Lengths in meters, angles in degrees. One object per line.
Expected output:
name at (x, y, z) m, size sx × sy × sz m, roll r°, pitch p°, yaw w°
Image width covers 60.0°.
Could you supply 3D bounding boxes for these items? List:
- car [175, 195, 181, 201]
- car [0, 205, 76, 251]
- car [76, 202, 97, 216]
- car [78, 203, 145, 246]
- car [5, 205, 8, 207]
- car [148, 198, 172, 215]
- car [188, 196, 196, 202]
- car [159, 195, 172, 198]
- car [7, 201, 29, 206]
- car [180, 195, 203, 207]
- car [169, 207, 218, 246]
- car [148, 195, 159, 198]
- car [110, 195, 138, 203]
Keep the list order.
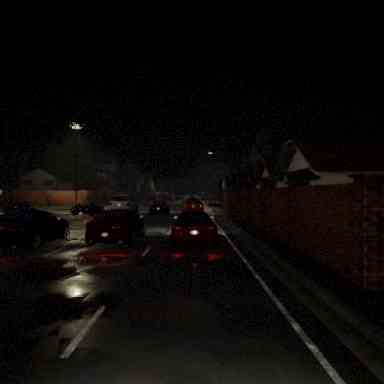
car at (-3.490, 1.726, 87.961) m, size 2.128 × 1.511 × 4.902 m, roll 0°, pitch 0°, yaw 0°
car at (-6.898, 1.512, 14.208) m, size 1.882 × 1.535 × 5.008 m, roll 0°, pitch 0°, yaw 0°
car at (-10.396, 1.681, 33.298) m, size 1.895 × 1.301 × 4.718 m, roll 0°, pitch 0°, yaw 0°
car at (-3.398, 1.515, 15.430) m, size 1.882 × 1.535 × 5.008 m, roll 0°, pitch 0°, yaw 0°
car at (-10.398, 1.513, 14.318) m, size 1.882 × 1.535 × 5.008 m, roll 0°, pitch 0°, yaw 0°
car at (-3.395, 1.650, 35.624) m, size 1.994 × 1.385 × 4.181 m, roll 0°, pitch 0°, yaw 0°
car at (0.010, 1.741, 87.961) m, size 2.033 × 1.411 × 5.357 m, roll 0°, pitch 0°, yaw 0°
car at (-6.990, 1.701, 87.962) m, size 1.837 × 1.490 × 4.892 m, roll 0°, pitch 0°, yaw 0°
car at (-17.970, 1.647, 34.468) m, size 1.994 × 1.385 × 4.181 m, roll 0°, pitch 0°, yaw -43°
car at (0.104, 1.435, 34.575) m, size 2.097 × 1.767 × 4.553 m, roll 0°, pitch 0°, yaw 0°
car at (0.101, 1.601, 15.365) m, size 1.994 × 1.385 × 4.181 m, roll 0°, pitch 0°, yaw 0°
car at (-10.490, 1.701, 87.962) m, size 1.837 × 1.490 × 4.892 m, roll 0°, pitch 0°, yaw 0°
car at (-6.895, 1.304, 34.088) m, size 2.150 × 2.045 × 5.566 m, roll 0°, pitch 0°, yaw 0°
